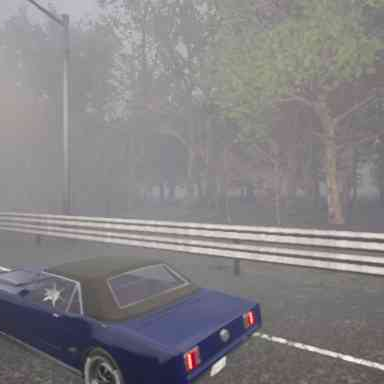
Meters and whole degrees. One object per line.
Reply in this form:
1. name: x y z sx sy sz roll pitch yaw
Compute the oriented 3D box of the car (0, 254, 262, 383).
1. car: -1.512 1.635 4.961 4.718 1.301 1.895 -1 0 36
